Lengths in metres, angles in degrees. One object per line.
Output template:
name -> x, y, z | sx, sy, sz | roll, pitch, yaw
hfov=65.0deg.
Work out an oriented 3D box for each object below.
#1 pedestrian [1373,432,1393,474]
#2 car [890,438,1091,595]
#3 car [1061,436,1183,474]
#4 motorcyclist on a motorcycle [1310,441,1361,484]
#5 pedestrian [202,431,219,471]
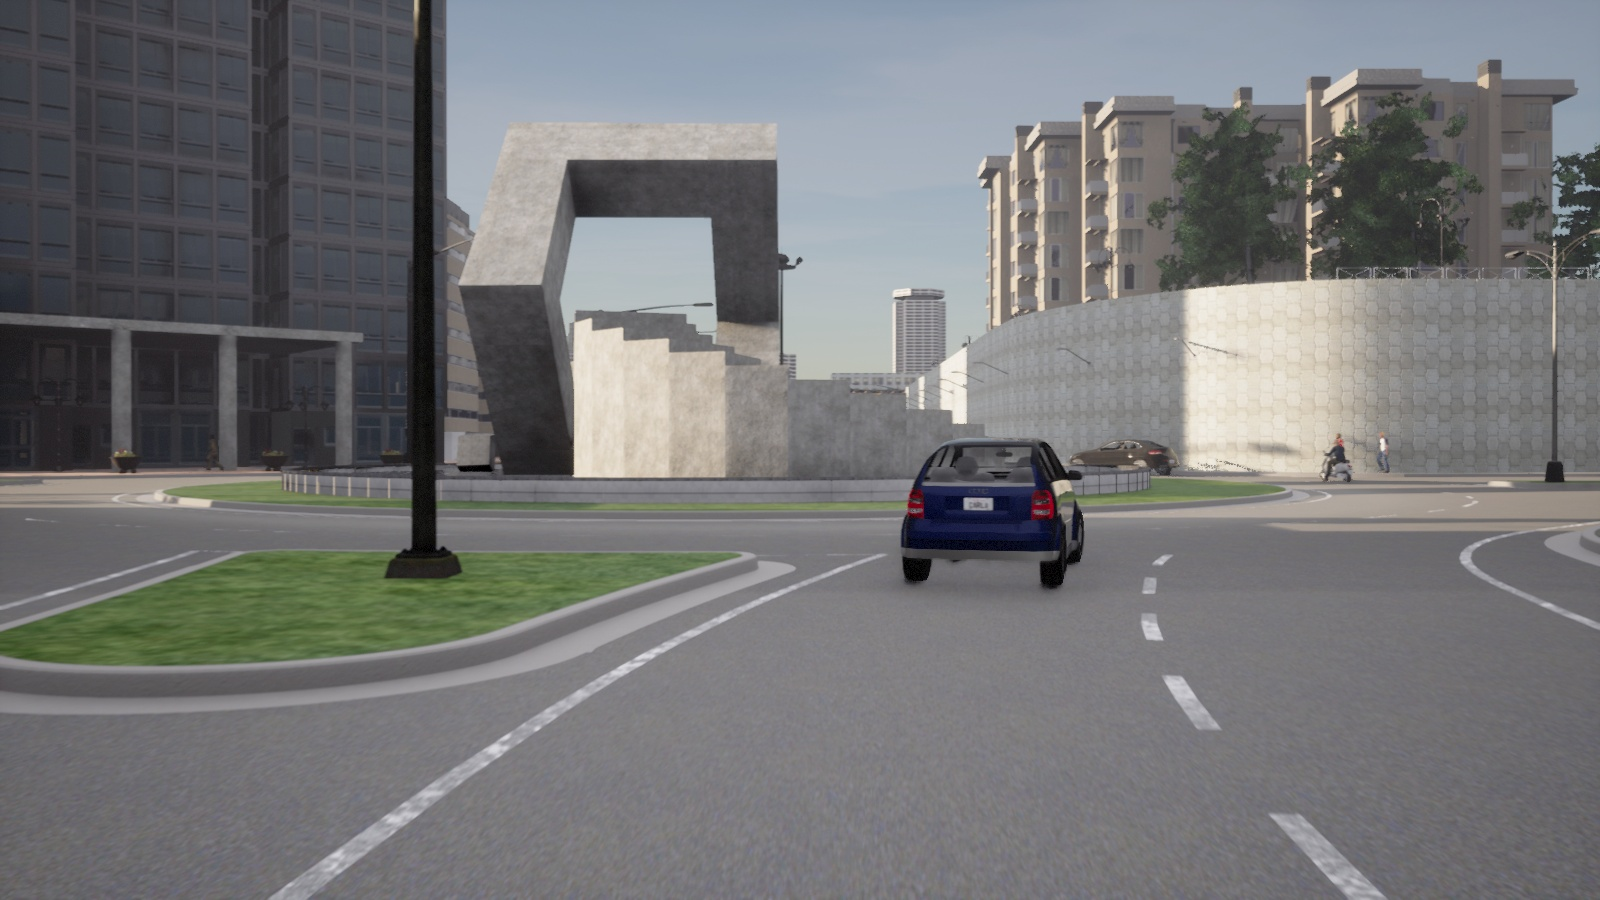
pedestrian -> 25.457, 0.122, 54.863 | 0.706, 1.836, 0.354 | 0, 0, 4
car -> 2.312, 0.646, 14.438 | 1.789, 1.549, 3.705 | 0, 0, 17
car -> 14.675, 0.218, 57.380 | 2.152, 1.651, 5.027 | 0, 0, -43
motorcyclist on a motorcycle -> 20.302, 0.455, 47.663 | 0.866, 1.590, 1.817 | -1, 0, -14
pedestrian -> -28.275, 0.044, 60.227 | 0.692, 1.930, 0.396 | 0, 0, -34
